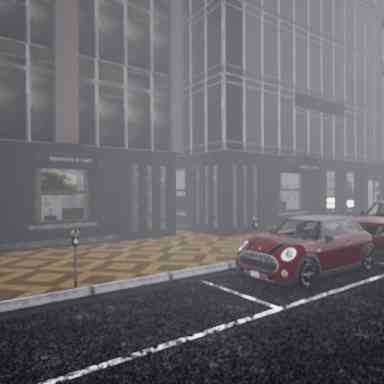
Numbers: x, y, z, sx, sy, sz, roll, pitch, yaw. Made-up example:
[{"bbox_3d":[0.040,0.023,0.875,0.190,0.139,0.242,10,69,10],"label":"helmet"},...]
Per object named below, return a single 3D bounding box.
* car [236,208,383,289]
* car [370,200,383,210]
[{"bbox_3d":[3.088,1.376,8.936,4.097,1.590,1.967,-1,1,-35],"label":"car"},{"bbox_3d":[7.614,1.201,12.162,5.009,1.841,2.192,-1,1,-35],"label":"car"}]
